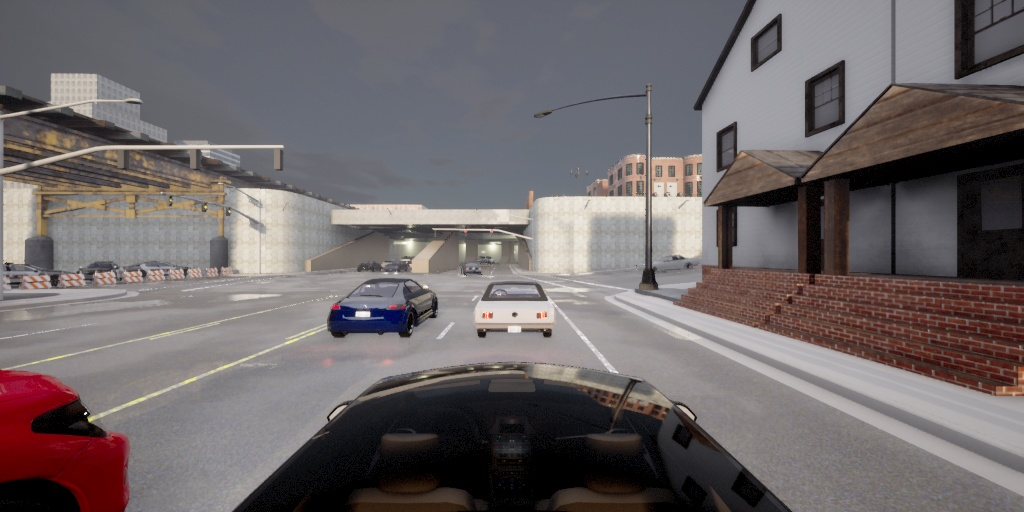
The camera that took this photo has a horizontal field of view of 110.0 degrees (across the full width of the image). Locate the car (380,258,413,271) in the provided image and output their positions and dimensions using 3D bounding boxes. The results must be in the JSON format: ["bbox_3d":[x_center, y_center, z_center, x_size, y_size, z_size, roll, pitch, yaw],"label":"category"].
[{"bbox_3d":[-14.848,1.297,46.355,2.033,1.411,5.357,0,0,-1],"label":"car"}]

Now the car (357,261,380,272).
[{"bbox_3d":[-18.345,1.314,46.267,1.994,1.385,4.181,0,0,-1],"label":"car"}]

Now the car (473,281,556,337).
[{"bbox_3d":[0.070,1.351,10.239,1.895,1.301,4.718,0,0,0],"label":"car"}]

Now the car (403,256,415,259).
[{"bbox_3d":[-15.092,1.241,55.958,2.128,1.511,4.902,0,0,-1],"label":"car"}]

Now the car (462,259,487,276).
[{"bbox_3d":[-4.132,1.297,37.058,2.033,1.411,5.357,0,0,-11],"label":"car"}]

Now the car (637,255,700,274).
[{"bbox_3d":[13.050,0.668,30.220,4.718,1.301,1.895,-7,0,0],"label":"car"}]

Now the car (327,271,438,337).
[{"bbox_3d":[-3.432,1.314,10.284,1.994,1.385,4.181,0,0,0],"label":"car"}]

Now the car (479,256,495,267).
[{"bbox_3d":[-4.630,1.241,64.659,2.128,1.511,4.902,0,0,-1],"label":"car"}]
